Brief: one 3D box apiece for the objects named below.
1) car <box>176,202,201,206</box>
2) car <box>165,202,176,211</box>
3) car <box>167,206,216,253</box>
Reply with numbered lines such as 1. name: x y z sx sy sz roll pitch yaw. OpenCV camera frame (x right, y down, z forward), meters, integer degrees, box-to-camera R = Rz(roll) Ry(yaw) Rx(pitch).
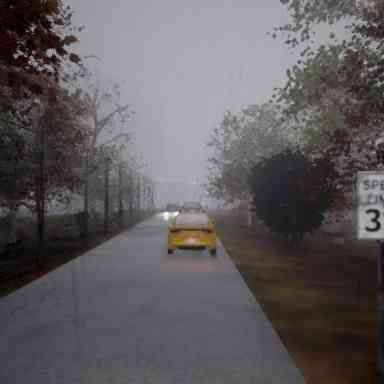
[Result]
1. car: -0.013 1.623 29.063 2.097 1.767 4.553 0 -1 0
2. car: -2.780 2.046 47.615 1.895 1.301 4.718 0 -1 0
3. car: -0.001 1.614 14.473 1.882 1.535 5.008 0 0 0
